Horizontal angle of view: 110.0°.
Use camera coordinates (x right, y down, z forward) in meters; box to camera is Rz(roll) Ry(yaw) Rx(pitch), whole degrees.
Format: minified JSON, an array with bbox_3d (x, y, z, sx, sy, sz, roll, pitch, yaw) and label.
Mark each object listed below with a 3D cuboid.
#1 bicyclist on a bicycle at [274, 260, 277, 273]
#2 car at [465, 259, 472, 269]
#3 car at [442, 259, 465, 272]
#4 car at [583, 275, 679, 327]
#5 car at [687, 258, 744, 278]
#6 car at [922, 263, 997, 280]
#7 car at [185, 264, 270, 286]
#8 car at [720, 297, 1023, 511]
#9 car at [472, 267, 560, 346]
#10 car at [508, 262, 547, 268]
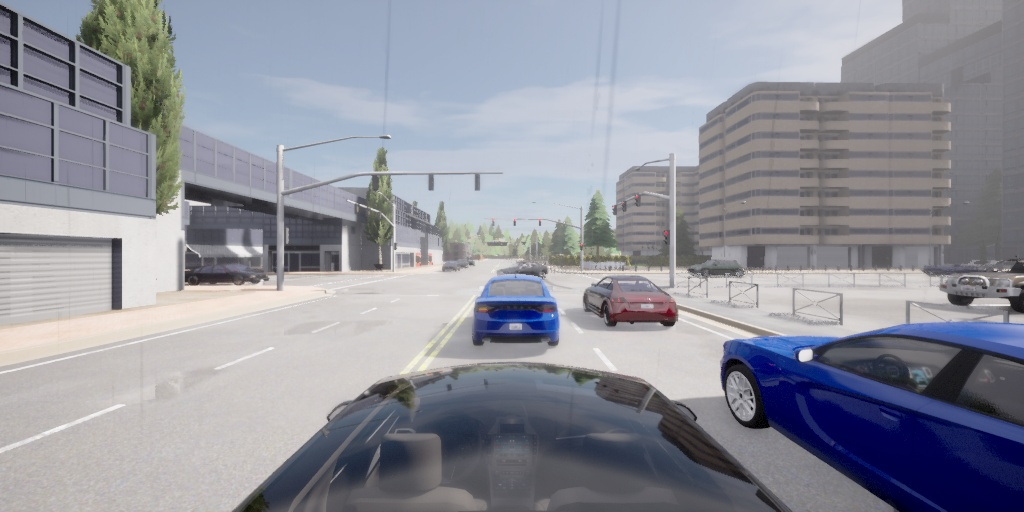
[{"bbox_3d":[-25.839,1.053,39.677,0.582,1.620,1.656,0,0,-1],"label":"bicyclist on a bicycle"},{"bbox_3d":[-7.991,1.255,57.255,1.837,1.490,4.892,0,0,-1],"label":"car"},{"bbox_3d":[-7.840,1.297,46.897,2.033,1.411,5.357,0,0,0],"label":"car"},{"bbox_3d":[3.603,1.314,11.593,1.994,1.385,4.181,0,0,0],"label":"car"},{"bbox_3d":[18.880,1.104,33.432,4.553,1.767,2.097,0,0,-1],"label":"car"},{"bbox_3d":[41.971,1.351,33.878,4.718,1.301,1.895,0,0,-1],"label":"car"},{"bbox_3d":[-19.939,1.297,24.772,5.357,1.411,2.033,0,0,-1],"label":"car"},{"bbox_3d":[3.603,1.228,2.610,1.882,1.535,5.008,0,0,0],"label":"car"},{"bbox_3d":[0.095,1.228,9.461,1.882,1.535,5.008,0,0,0],"label":"car"},{"bbox_3d":[0.826,1.241,29.280,4.902,1.511,2.128,0,0,-42],"label":"car"}]
